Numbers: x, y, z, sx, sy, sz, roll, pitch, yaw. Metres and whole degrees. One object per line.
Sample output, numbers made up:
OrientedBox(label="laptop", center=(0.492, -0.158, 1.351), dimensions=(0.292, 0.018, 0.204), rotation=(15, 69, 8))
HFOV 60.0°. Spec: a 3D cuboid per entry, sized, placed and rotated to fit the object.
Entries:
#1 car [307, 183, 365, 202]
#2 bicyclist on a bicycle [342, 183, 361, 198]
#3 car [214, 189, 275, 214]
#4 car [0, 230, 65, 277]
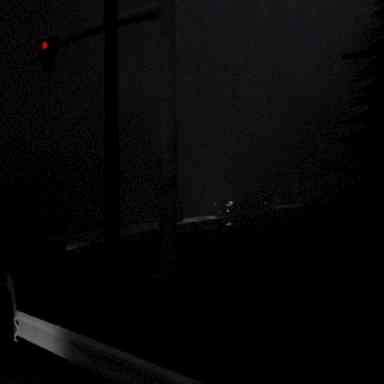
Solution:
OrientedBox(label="car", center=(12.160, 0.067, 28.229), dimensions=(5.008, 1.535, 1.882), rotation=(-5, 1, -13))
OrientedBox(label="bicyclist on a bicycle", center=(9.737, 0.292, 20.331), dimensions=(0.582, 1.620, 1.656), rotation=(1, 4, -28))
OrientedBox(label="car", center=(3.823, 0.656, 24.468), dimensions=(4.553, 1.767, 2.097), rotation=(-5, 2, -29))
OrientedBox(label="car", center=(-6.178, 1.940, 10.737), dimensions=(2.033, 1.411, 5.357), rotation=(-3, -3, 10))
